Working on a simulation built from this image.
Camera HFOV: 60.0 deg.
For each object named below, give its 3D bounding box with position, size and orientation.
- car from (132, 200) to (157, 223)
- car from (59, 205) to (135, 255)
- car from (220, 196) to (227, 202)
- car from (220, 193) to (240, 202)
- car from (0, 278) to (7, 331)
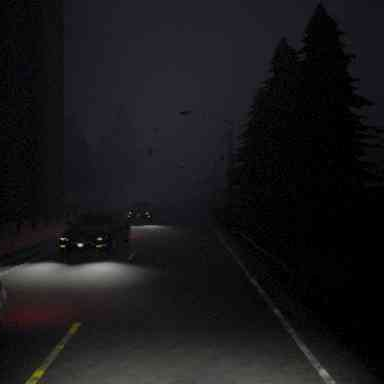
[{"bbox_3d":[-3.780,1.410,25.598,1.837,1.490,4.892,0,0,-1],"label":"car"},{"bbox_3d":[-3.727,1.506,13.437,1.837,1.490,4.892,0,0,-1],"label":"car"},{"bbox_3d":[8.121,1.075,64.490,4.605,1.855,1.932,0,0,-1],"label":"car"},{"bbox_3d":[7.678,1.076,66.995,3.866,1.878,1.905,0,0,-1],"label":"car"},{"bbox_3d":[-3.603,1.534,3.130,1.812,1.442,4.674,0,0,-1],"label":"car"}]
